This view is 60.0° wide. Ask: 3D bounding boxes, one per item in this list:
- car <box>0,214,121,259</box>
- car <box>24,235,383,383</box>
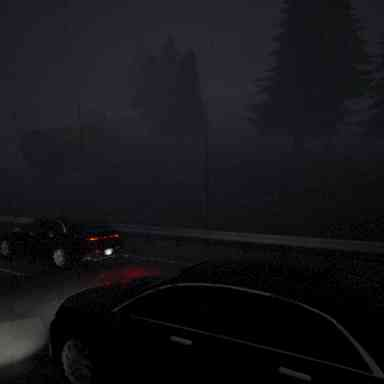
[{"bbox_3d":[-4.469,1.496,11.033,4.892,1.490,1.837,0,0,33],"label":"car"},{"bbox_3d":[0.444,1.500,3.562,4.892,1.490,1.837,0,0,35],"label":"car"}]
